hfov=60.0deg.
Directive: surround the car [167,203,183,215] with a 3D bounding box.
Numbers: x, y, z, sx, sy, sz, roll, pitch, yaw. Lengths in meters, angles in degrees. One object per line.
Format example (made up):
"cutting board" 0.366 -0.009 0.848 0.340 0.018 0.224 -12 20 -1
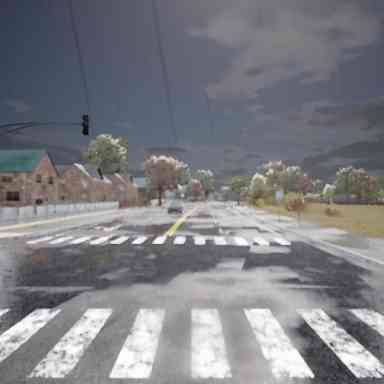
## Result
"car" -2.158 2.179 43.880 2.033 1.411 5.357 0 -1 3
